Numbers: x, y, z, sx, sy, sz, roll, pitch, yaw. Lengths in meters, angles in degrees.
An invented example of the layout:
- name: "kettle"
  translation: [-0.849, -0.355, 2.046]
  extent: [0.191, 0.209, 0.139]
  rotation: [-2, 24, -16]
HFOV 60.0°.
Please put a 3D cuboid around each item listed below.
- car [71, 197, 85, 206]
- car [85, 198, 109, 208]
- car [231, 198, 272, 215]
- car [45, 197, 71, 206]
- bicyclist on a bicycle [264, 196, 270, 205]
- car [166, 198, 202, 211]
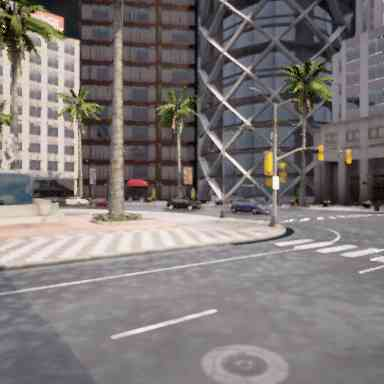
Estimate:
- name: "car"
  translation: [-20.158, 1.577, 56.444]
  extent: [4.674, 1.442, 1.812]
  rotation: [0, 0, 2]
- name: "car"
  translation: [-12.695, 1.582, 48.454]
  extent: [4.674, 1.442, 1.812]
  rotation: [0, 0, 13]
- name: "car"
  translation: [6.334, 1.436, 35.667]
  extent: [2.097, 1.767, 4.553]
  rotation: [0, 0, -39]
- name: "car"
  translation: [-22.520, 1.543, 53.017]
  extent: [4.892, 1.490, 1.837]
  rotation: [0, 0, -1]
- name: "bicyclist on a bicycle"
  translation: [11.677, 1.430, 51.811]
  extent: [0.582, 1.620, 1.656]
  rotation: [0, 0, 42]
- name: "car"
  translation: [-1.015, 1.556, 43.062]
  extent: [5.008, 1.535, 1.882]
  rotation: [0, 0, 35]
